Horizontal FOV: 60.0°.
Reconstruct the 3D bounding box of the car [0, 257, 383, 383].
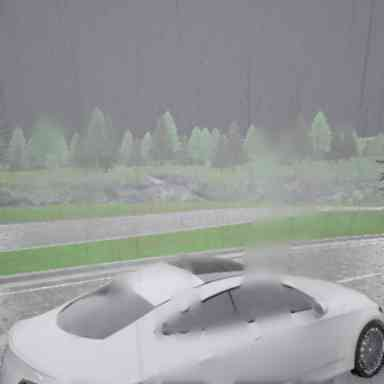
[{"bbox_3d":[0.384,1.529,3.898,4.674,1.442,1.812,0,0,-33],"label":"car"}]
